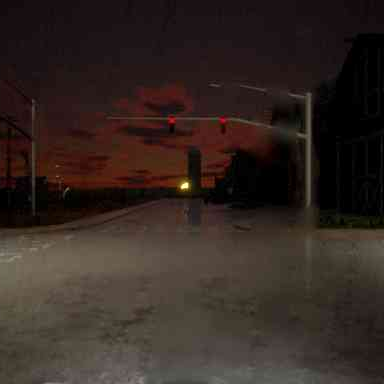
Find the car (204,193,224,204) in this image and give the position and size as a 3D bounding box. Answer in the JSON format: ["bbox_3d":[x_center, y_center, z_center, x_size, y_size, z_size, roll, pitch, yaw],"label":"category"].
[{"bbox_3d":[3.996,1.111,60.222,1.905,1.878,3.866,-8,3,-42],"label":"car"}]
